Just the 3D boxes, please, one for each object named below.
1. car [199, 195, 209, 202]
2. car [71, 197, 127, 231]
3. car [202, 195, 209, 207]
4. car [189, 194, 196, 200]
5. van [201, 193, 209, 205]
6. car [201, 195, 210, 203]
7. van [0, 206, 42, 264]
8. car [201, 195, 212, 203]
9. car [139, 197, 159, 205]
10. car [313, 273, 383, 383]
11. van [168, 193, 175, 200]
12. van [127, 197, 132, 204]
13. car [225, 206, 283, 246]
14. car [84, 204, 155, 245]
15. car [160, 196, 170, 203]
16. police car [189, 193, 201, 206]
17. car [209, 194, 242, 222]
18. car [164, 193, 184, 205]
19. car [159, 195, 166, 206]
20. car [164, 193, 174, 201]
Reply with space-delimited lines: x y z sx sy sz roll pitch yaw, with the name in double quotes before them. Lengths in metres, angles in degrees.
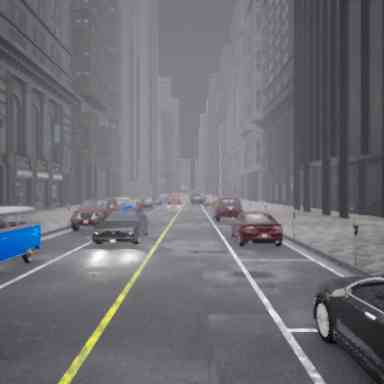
"car" 2.776 1.503 76.922 2.008 1.369 4.403 0 0 0
"car" -5.761 1.293 20.545 2.192 1.841 5.009 0 0 0
"car" 2.770 1.485 48.910 1.752 1.417 4.829 0 0 0
"car" 0.019 1.297 88.952 1.837 1.490 4.892 0 0 0
"van" 2.771 1.299 54.376 1.690 1.788 3.998 0 0 0
"car" 2.775 1.479 71.455 1.752 1.417 4.829 0 0 0
"van" -5.763 1.331 9.273 1.690 1.788 3.998 0 0 0
"car" 2.774 1.395 65.649 1.967 1.590 4.097 0 0 0
"car" -5.756 1.507 43.092 1.887 1.381 4.507 0 0 0
"car" 2.762 1.546 3.651 2.008 1.369 4.403 0 0 0
"van" -5.746 1.291 93.823 1.690 1.788 3.998 0 0 0
"van" -5.759 1.314 26.182 1.690 1.788 3.998 0 0 0
"car" 2.764 1.527 14.923 1.887 1.381 4.507 0 0 0
"car" -3.096 1.530 15.665 2.033 1.411 5.357 0 0 0
"car" -5.750 1.520 71.276 1.947 1.339 4.313 0 0 0
"police car" 0.912 1.383 55.802 1.930 1.638 5.238 0 0 0
"car" 2.765 1.287 26.195 2.192 1.841 5.009 0 0 0
"car" -3.046 1.179 56.660 2.150 2.045 5.566 0 0 1
"car" -5.753 1.525 54.366 1.947 1.339 4.313 0 0 0
"car" -5.748 1.267 82.549 2.192 1.841 5.009 0 0 0
